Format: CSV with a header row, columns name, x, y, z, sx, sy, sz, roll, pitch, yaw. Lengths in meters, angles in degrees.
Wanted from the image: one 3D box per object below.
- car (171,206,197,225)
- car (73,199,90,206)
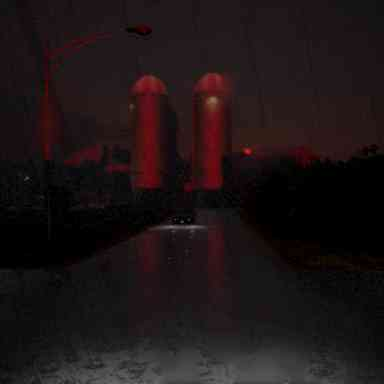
name,x,y,z,sx,sy,sz,roll,pitch,yaw
car,-0.606,2.053,28.812,1.837,1.490,4.892,-1,1,5
car,-29.733,2.945,88.997,4.611,1.667,2.242,-1,-1,4
